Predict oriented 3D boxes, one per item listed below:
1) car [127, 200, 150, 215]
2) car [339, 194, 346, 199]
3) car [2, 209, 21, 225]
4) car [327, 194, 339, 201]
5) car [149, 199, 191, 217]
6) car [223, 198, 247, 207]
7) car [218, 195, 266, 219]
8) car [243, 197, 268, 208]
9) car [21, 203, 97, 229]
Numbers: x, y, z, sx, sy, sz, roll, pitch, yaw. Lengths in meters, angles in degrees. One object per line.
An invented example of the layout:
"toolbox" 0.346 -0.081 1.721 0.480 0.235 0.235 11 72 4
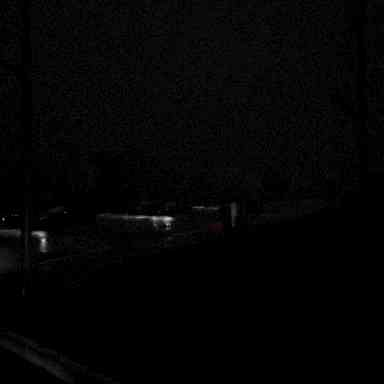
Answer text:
"car" -4.664 1.557 35.074 1.882 1.535 5.008 0 0 32
"car" 38.058 1.407 80.936 2.097 1.767 4.553 0 0 36
"car" -11.339 1.568 24.517 2.128 1.511 4.902 0 0 32
"car" 34.963 1.602 82.625 2.033 1.411 5.357 0 0 36
"car" -1.795 1.594 33.061 1.812 1.442 4.674 0 0 32
"car" 6.955 1.685 53.257 1.895 1.301 4.718 0 0 33
"car" 4.337 1.270 29.481 2.150 2.045 5.566 0 0 32
"car" 9.766 1.567 51.160 2.128 1.511 4.902 0 0 33
"car" -8.564 1.591 22.355 1.812 1.442 4.674 0 0 32
